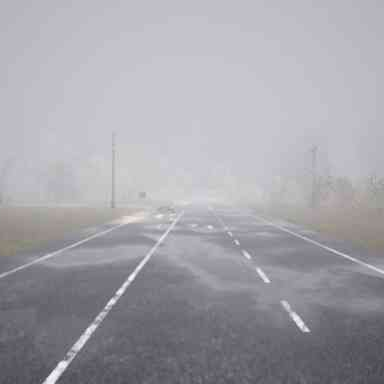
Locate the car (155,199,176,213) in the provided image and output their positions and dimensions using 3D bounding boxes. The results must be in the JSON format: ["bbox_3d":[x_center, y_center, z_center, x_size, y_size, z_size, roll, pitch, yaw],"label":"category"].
[{"bbox_3d":[-2.814,1.565,36.953,1.812,1.442,4.674,0,0,1],"label":"car"}]
